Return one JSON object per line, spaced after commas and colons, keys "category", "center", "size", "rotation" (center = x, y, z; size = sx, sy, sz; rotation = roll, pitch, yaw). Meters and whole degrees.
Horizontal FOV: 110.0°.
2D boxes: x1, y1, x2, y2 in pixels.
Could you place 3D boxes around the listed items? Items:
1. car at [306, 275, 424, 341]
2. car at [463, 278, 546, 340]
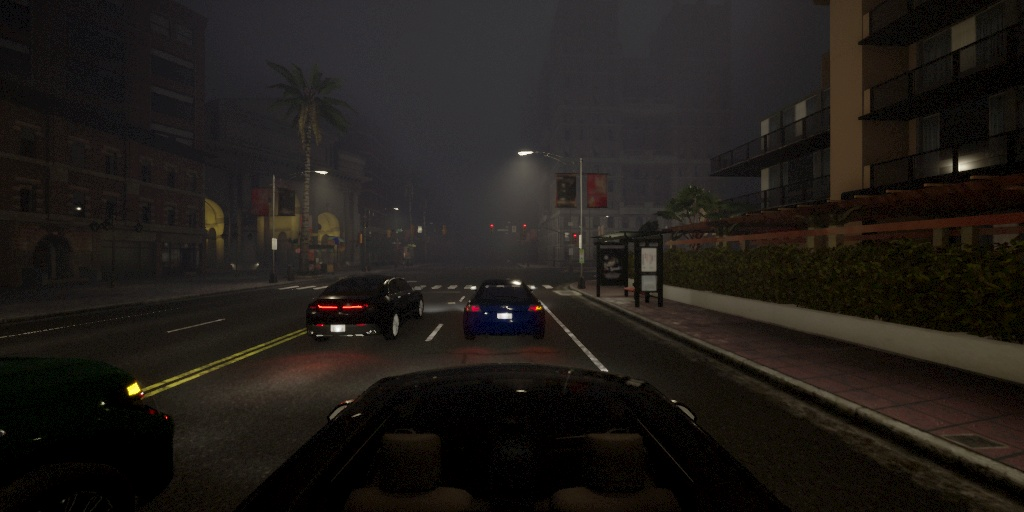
{"category": "car", "center": [-3.724, 1.255, 9.871], "size": [1.837, 1.490, 4.892], "rotation": [0, 0, -3]}
{"category": "car", "center": [-0.235, 1.314, 10.027], "size": [1.994, 1.385, 4.181], "rotation": [0, 0, -2]}
